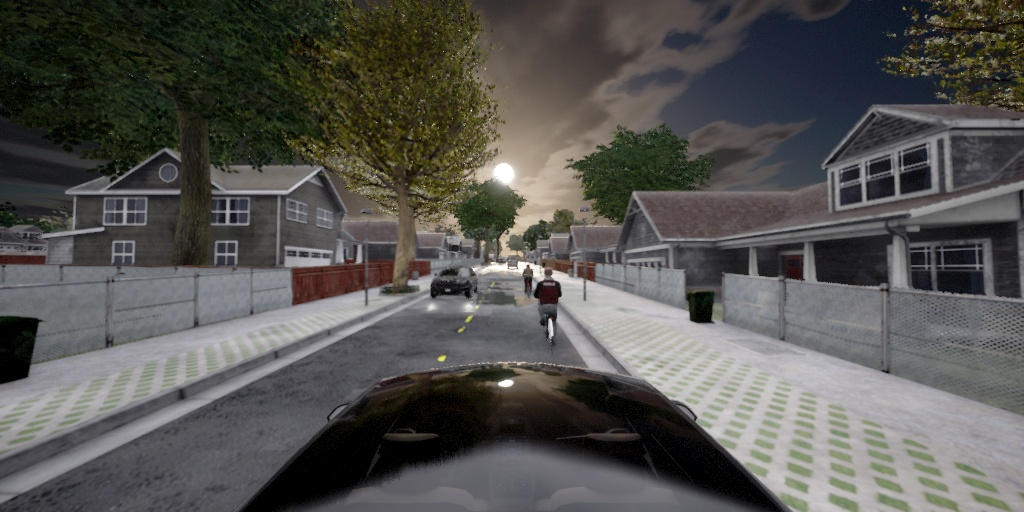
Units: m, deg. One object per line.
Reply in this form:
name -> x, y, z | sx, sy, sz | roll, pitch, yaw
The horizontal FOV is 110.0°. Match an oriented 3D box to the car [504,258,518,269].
car -> 0.125, 1.358, 61.818 | 2.128, 1.511, 4.902 | 0, 0, 0

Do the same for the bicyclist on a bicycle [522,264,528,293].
bicyclist on a bicycle -> 0.767, 1.220, 16.930 | 0.582, 1.620, 1.656 | 0, 0, 0

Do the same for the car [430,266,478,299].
car -> -2.843, 1.247, 18.411 | 1.882, 1.535, 5.008 | 0, 0, 0

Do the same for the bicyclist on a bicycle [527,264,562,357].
bicyclist on a bicycle -> 0.761, 1.126, 7.706 | 0.659, 1.776, 1.843 | 0, 0, 0
